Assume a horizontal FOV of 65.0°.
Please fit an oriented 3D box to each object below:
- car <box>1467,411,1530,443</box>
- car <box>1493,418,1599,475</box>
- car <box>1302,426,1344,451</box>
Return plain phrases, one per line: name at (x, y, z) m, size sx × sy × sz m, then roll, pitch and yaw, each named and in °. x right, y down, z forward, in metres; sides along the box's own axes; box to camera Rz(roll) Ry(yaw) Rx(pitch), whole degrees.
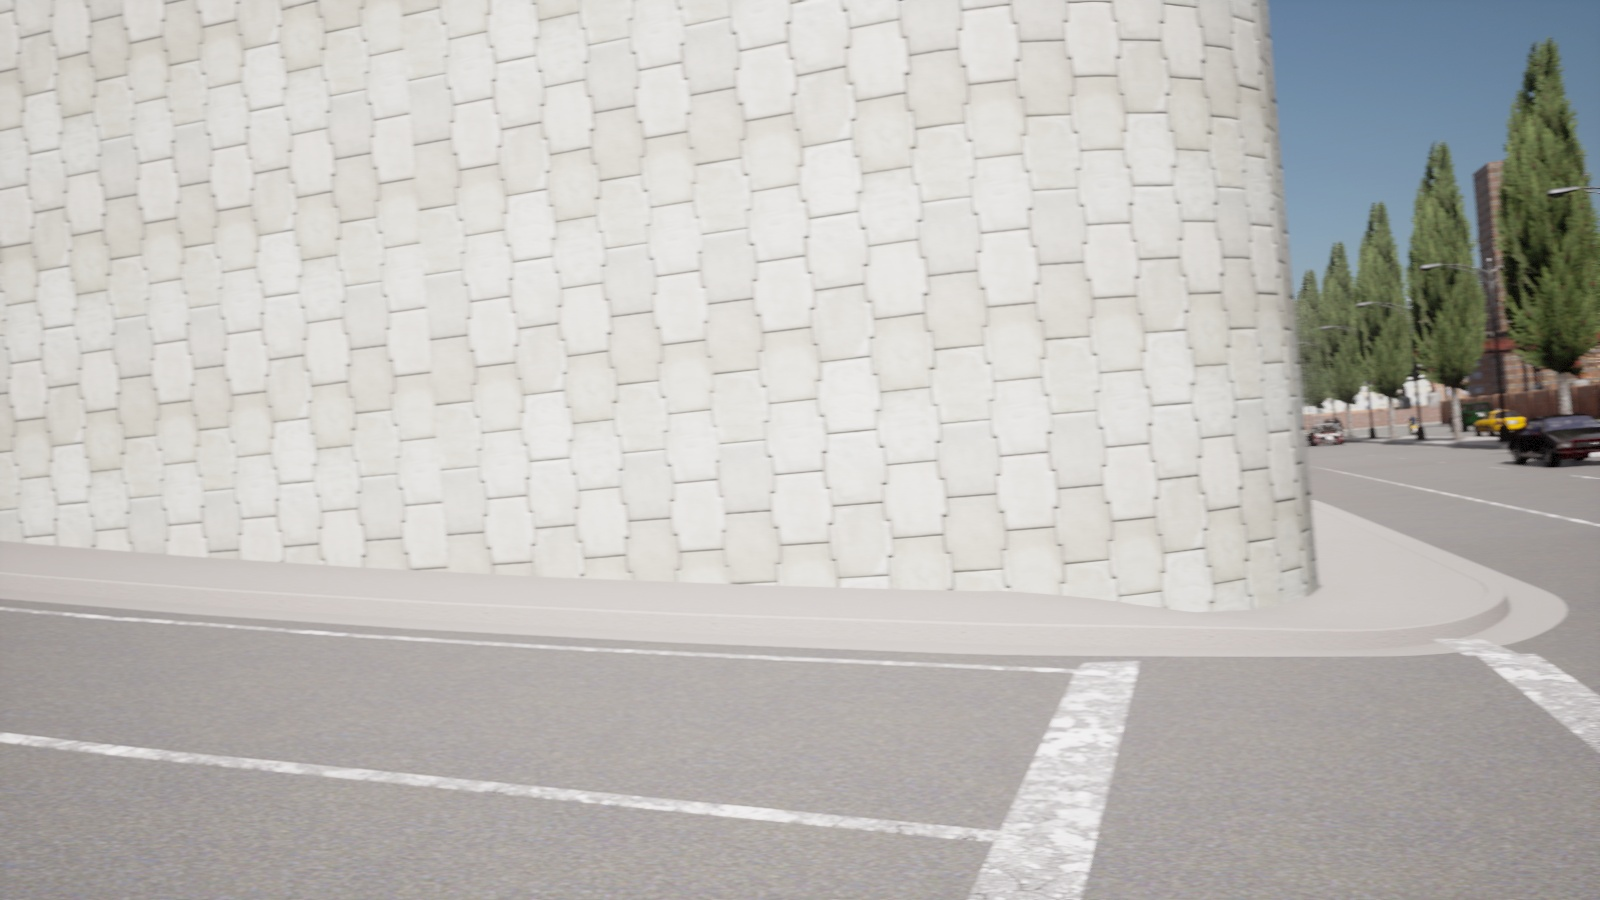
car at (39.783, -1.292, 71.651) m, size 1.801 × 1.575 × 5.366 m, roll -4°, pitch -1°, yaw 15°
car at (21.679, -0.134, 35.845) m, size 2.033 × 1.411 × 5.357 m, roll -4°, pitch -1°, yaw 15°
car at (34.823, -0.780, 83.697) m, size 1.970 × 1.475 × 3.806 m, roll -4°, pitch -1°, yaw 15°
